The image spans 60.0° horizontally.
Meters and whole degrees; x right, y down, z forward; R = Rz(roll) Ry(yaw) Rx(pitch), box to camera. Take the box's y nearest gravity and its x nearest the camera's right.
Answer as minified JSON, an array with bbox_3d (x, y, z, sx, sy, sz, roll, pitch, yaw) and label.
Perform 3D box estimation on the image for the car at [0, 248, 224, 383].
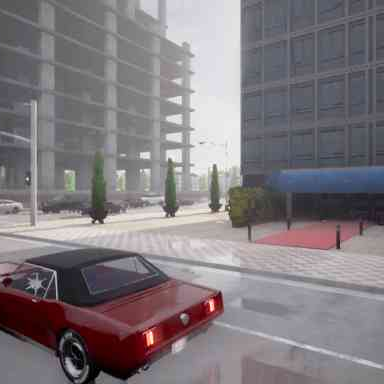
[{"bbox_3d":[-1.963,1.601,5.380,4.718,1.301,1.895,0,0,35],"label":"car"}]

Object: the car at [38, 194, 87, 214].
[{"bbox_3d":[-13.771,1.221,36.317,2.150,2.045,5.566,0,0,36],"label":"car"}]

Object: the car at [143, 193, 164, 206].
[{"bbox_3d":[-6.650,1.219,52.182,2.150,2.045,5.566,0,0,36],"label":"car"}]

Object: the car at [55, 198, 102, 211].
[{"bbox_3d":[-14.158,1.547,41.768,2.033,1.411,5.357,0,0,36],"label":"car"}]

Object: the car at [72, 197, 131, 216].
[{"bbox_3d":[-8.433,1.505,31.407,1.837,1.490,4.892,0,0,36],"label":"car"}]

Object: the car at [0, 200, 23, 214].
[{"bbox_3d":[-19.761,1.526,33.986,1.812,1.442,4.674,0,0,36],"label":"car"}]

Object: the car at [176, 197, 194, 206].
[{"bbox_3d":[-1.788,1.547,52.936,2.033,1.411,5.357,0,0,36],"label":"car"}]

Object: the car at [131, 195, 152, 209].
[{"bbox_3d":[-7.998,1.505,44.330,1.837,1.490,4.892,0,0,36],"label":"car"}]
